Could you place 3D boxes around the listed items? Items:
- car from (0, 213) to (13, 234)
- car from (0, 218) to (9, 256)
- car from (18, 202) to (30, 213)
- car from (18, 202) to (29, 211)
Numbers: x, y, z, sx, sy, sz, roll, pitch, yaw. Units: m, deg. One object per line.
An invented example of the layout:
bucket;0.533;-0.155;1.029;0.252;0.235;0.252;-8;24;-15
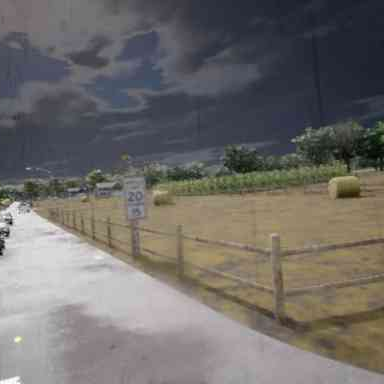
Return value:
car;-14.644;2.602;24.737;1.812;1.442;4.674;-4;0;-28
car;-10.063;2.278;15.986;1.812;1.442;4.674;-4;0;-28
car;-37.345;3.501;73.967;2.150;2.045;5.566;-4;0;-28
car;-42.233;3.649;83.248;2.150;2.045;5.566;-4;0;-28
